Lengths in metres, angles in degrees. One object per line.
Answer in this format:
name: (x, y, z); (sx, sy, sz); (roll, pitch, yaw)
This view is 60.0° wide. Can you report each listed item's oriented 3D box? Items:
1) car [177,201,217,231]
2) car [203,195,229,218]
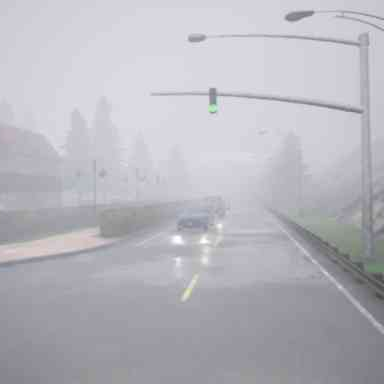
car: (0.310, 1.596, 21.752); (1.882, 1.535, 5.008); (-1, 0, 9)
car: (2.039, 1.366, 32.349); (2.150, 2.045, 5.566); (-1, 0, 9)
